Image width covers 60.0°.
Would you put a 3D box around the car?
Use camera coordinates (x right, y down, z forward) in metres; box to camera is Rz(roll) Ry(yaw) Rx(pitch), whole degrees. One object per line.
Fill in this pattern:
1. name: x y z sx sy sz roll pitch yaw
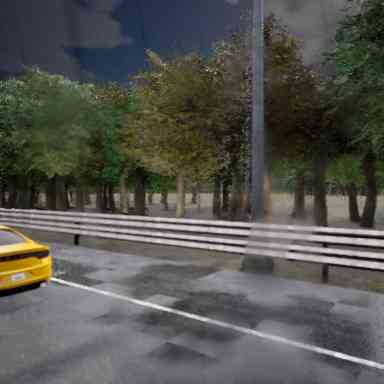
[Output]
1. car: -5.339 1.477 7.800 5.008 1.535 1.882 0 0 35
